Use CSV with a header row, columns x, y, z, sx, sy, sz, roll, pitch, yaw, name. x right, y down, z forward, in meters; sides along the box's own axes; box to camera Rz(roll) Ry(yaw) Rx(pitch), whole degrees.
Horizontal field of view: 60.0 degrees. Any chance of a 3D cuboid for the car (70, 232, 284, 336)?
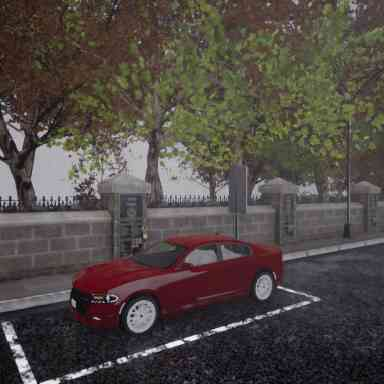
x,y,z,sx,sy,sz,roll,pitch,yaw,name
-0.077,1.545,6.663,4.507,1.381,1.887,0,0,-36,car
